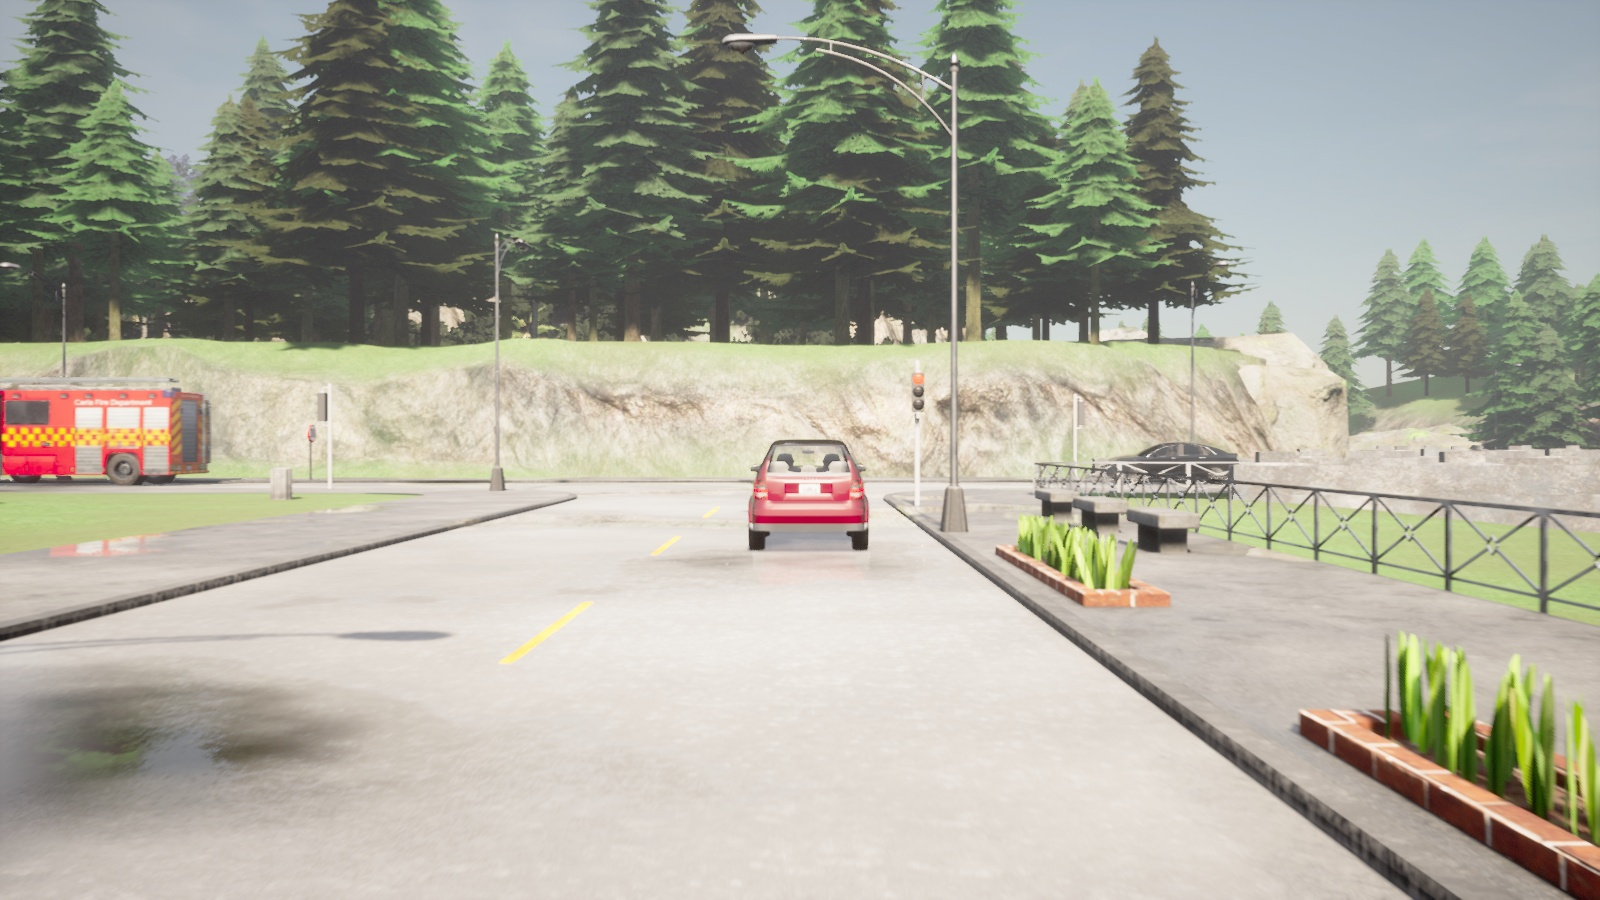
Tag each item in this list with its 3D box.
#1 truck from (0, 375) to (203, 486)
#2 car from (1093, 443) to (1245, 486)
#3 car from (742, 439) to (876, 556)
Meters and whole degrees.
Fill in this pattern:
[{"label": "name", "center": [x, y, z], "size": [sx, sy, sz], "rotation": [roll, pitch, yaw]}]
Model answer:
[{"label": "truck", "center": [-26.293, -0.693, 44.992], "size": [8.468, 3.827, 2.891], "rotation": [0, 0, 0]}, {"label": "car", "center": [13.087, 0.510, 44.750], "size": [4.892, 1.490, 1.837], "rotation": [0, 0, 0]}, {"label": "car", "center": [0.123, 0.620, 18.601], "size": [1.789, 1.549, 3.705], "rotation": [0, 0, 0]}]
